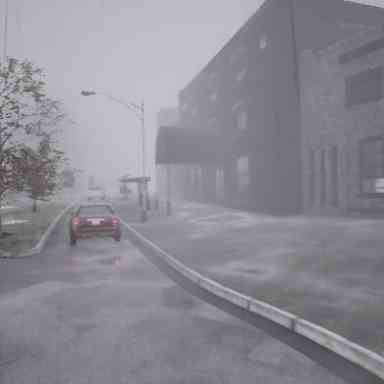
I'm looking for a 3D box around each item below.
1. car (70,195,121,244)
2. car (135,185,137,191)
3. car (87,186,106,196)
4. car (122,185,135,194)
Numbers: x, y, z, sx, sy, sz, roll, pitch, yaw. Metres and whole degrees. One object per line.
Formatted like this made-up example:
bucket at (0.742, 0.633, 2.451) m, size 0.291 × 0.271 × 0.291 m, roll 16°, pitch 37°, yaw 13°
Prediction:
car at (-4.645, 1.262, 15.785) m, size 2.097 × 1.767 × 4.553 m, roll -1°, pitch 1°, yaw -18°
car at (-15.626, -0.397, 82.665) m, size 2.163 × 1.488 × 4.792 m, roll -1°, pitch 1°, yaw -6°
car at (-13.575, 0.134, 47.450) m, size 2.150 × 2.045 × 5.566 m, roll -1°, pitch 2°, yaw -11°
car at (-15.082, -0.316, 77.193) m, size 2.097 × 1.535 × 5.008 m, roll -1°, pitch 1°, yaw -6°
